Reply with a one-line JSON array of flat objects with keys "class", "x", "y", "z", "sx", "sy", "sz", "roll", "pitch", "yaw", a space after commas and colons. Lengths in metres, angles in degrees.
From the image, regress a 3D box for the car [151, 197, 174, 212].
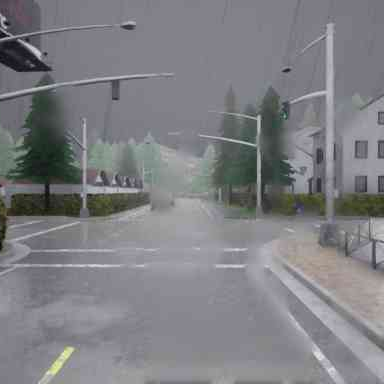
[{"class": "car", "x": -3.568, "y": 1.547, "z": 38.440, "sx": 2.033, "sy": 1.411, "sz": 5.357, "roll": 0, "pitch": 0, "yaw": 0}]
